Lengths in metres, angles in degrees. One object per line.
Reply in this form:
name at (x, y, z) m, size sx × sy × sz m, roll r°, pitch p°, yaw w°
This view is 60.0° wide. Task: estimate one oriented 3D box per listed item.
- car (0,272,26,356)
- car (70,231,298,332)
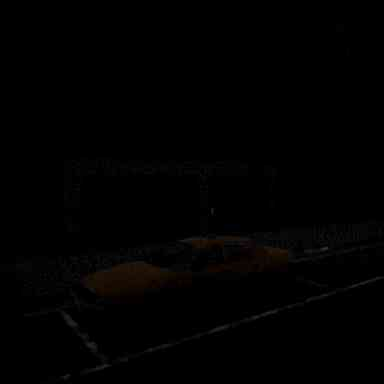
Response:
car at (-4.221, 1.573, 3.648) m, size 4.313 × 1.339 × 1.947 m, roll 0°, pitch -1°, yaw -36°
car at (0.120, 1.506, 6.750) m, size 4.829 × 1.417 × 1.752 m, roll 0°, pitch -1°, yaw -36°
